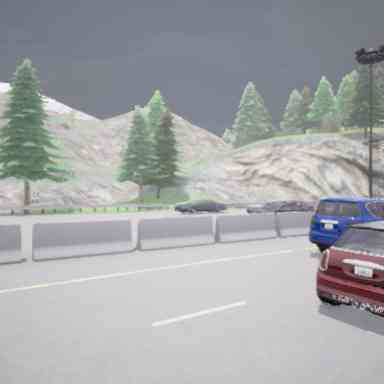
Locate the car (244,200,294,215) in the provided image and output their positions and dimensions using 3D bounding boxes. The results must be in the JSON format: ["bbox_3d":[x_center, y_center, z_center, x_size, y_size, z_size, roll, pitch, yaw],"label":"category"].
[{"bbox_3d":[7.619,1.514,32.747,4.718,1.301,1.895,0,0,-27],"label":"car"}]

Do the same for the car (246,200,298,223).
[{"bbox_3d":[6.477,1.445,24.258,4.892,1.490,1.837,1,0,-28],"label":"car"}]

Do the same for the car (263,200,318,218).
[{"bbox_3d":[8.689,1.455,29.362,4.674,1.442,1.812,0,0,-27],"label":"car"}]

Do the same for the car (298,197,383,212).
[{"bbox_3d":[6.725,1.204,12.077,5.566,2.045,2.150,0,0,-30],"label":"car"}]

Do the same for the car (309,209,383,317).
[{"bbox_3d":[4.636,1.345,6.680,4.553,1.767,2.097,0,0,-33],"label":"car"}]

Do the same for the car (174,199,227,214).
[{"bbox_3d":[0.957,1.433,33.204,5.357,1.411,2.033,0,0,-29],"label":"car"}]
